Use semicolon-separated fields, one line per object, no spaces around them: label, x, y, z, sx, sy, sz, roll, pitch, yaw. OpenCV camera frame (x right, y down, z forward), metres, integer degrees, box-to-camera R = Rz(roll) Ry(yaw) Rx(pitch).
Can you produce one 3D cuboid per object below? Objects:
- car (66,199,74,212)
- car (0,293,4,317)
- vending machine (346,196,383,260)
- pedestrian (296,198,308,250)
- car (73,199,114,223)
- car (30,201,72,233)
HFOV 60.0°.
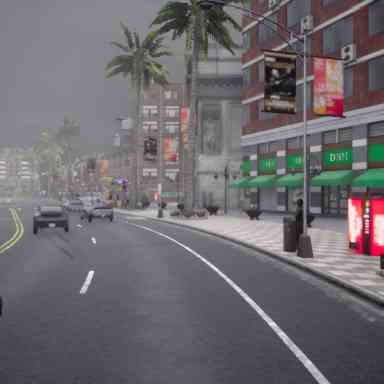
car;-12.145;1.492;34.049;2.128;1.511;4.902;0;0;-28
car;-3.783;1.526;3.364;1.812;1.442;4.674;0;0;-5
vending machine;6.073;1.195;11.452;1.100;2.100;0.880;0;0;-12
pedestrian;3.819;1.141;11.747;0.375;1.860;0.375;0;0;-13
car;-7.487;1.491;25.844;2.128;1.511;4.902;0;0;-29
car;-8.558;1.506;20.016;1.837;1.490;4.892;0;0;-25
